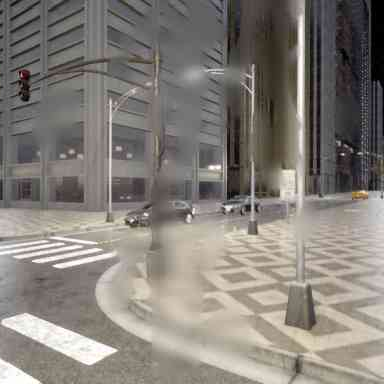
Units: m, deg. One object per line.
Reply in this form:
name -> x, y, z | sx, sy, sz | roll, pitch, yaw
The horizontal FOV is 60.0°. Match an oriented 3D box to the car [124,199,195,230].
car -> -1.716, 1.220, 19.116 | 1.837, 1.490, 4.892 | 0, 1, 35

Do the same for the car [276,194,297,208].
car -> 10.804, 0.886, 36.645 | 1.812, 1.442, 4.674 | 0, 1, 36

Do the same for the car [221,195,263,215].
car -> 4.166, 1.037, 27.363 | 2.128, 1.511, 4.902 | 0, 1, 35

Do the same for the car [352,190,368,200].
car -> 27.859, 0.469, 55.071 | 1.882, 1.535, 5.008 | 0, 1, 36
